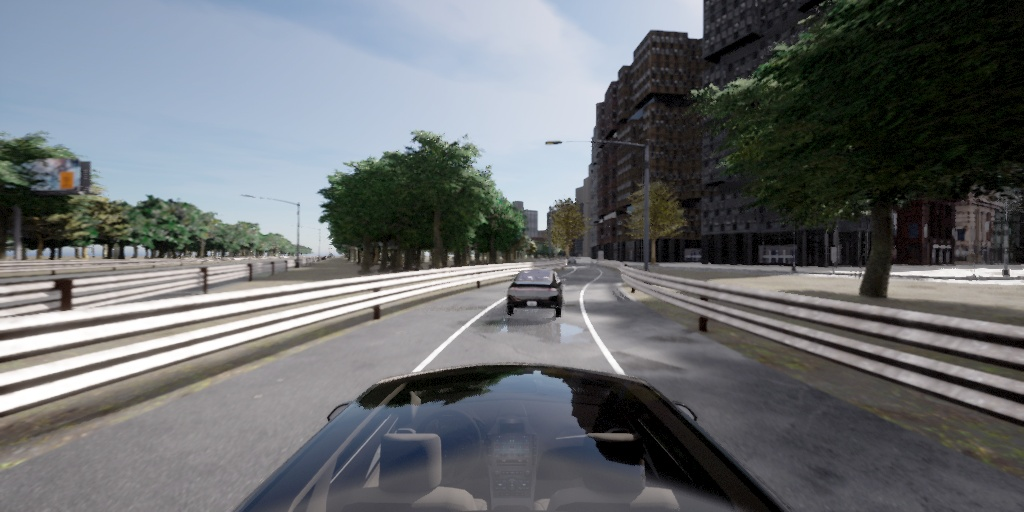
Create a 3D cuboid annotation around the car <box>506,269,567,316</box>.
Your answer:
[{"bbox_3d":[0.981,1.247,13.408,2.128,1.511,4.902,0,0,9],"label":"car"}]
